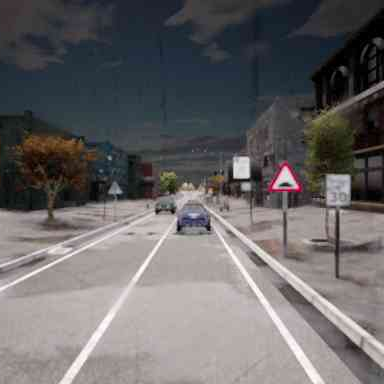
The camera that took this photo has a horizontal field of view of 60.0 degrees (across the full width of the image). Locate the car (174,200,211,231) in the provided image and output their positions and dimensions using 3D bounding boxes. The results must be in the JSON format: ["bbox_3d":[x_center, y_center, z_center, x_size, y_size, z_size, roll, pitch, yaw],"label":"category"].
[{"bbox_3d":[0.106,1.521,22.019,2.097,1.767,4.553,0,-1,0],"label":"car"}]

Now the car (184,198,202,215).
[{"bbox_3d":[0.115,1.685,39.720,2.097,1.767,4.553,0,0,0],"label":"car"}]

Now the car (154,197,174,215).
[{"bbox_3d":[-3.077,1.552,39.001,2.150,2.045,5.566,0,-1,0],"label":"car"}]
